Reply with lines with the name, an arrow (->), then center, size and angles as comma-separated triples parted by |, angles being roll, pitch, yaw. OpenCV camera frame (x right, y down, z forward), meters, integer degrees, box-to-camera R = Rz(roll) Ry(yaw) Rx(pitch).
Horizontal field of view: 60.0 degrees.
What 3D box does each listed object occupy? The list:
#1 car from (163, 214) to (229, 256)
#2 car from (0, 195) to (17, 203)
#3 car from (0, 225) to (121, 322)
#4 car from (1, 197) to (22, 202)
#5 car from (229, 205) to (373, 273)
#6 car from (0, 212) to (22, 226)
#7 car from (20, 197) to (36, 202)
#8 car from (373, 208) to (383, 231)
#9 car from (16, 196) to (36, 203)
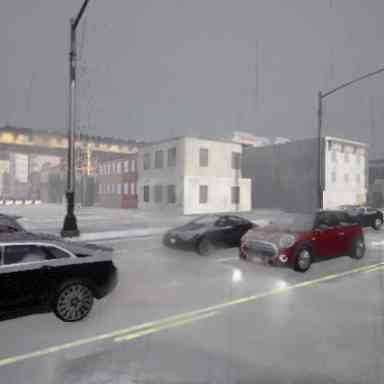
car -> 0.939, 1.592, 13.295 | 4.181, 1.385, 1.994 | 0, 0, -35
car -> -41.120, 1.835, 75.692 | 4.974, 1.542, 2.038 | 0, -1, 24
car -> -3.675, 1.505, 5.667 | 4.902, 1.511, 2.128 | 0, 0, -36
car -> -41.166, 1.677, 75.715 | 4.536, 1.218, 1.853 | 0, -1, 24
car -> 3.696, 1.375, 10.967 | 4.553, 1.767, 2.097 | 0, 0, -36
car -> -6.229, 1.369, 8.138 | 4.553, 1.767, 2.097 | 0, 0, -36
car -> -37.394, 1.722, 75.835 | 1.853, 1.218, 4.536 | 1, -1, -6
car -> 9.183, 1.496, 19.226 | 4.902, 1.511, 2.128 | 0, 0, -36
car -> -37.391, 1.879, 75.782 | 2.038, 1.542, 4.974 | 1, -1, -6
